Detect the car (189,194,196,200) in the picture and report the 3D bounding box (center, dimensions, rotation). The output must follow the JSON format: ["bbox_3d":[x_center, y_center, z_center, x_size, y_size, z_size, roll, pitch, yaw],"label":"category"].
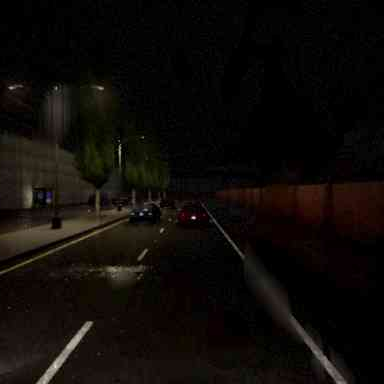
[{"bbox_3d":[0.009,1.382,89.331,1.837,1.490,4.892,0,0,0],"label":"car"}]

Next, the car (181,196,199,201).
[{"bbox_3d":[0.104,1.525,39.820,2.033,1.411,5.357,0,0,0],"label":"car"}]

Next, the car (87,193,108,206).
[{"bbox_3d":[-15.050,1.190,53.570,2.150,2.045,5.566,0,0,1],"label":"car"}]

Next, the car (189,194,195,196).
[{"bbox_3d":[0.008,1.507,79.509,1.994,1.385,4.181,0,0,0],"label":"car"}]

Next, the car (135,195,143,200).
[{"bbox_3d":[-11.493,1.460,70.007,1.837,1.490,4.892,0,0,0],"label":"car"}]

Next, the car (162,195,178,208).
[{"bbox_3d":[-3.395,1.451,46.921,1.882,1.535,5.008,0,0,0],"label":"car"}]

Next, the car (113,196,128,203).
[{"bbox_3d":[-14.993,1.500,69.691,2.033,1.411,5.357,0,0,0],"label":"car"}]

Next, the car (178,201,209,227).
[{"bbox_3d":[0.102,1.551,22.462,1.994,1.385,4.181,0,0,0],"label":"car"}]

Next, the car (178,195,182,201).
[{"bbox_3d":[-3.492,1.454,80.619,1.837,1.490,4.892,0,0,0],"label":"car"}]

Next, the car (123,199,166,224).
[{"bbox_3d":[-3.398,1.533,24.890,2.033,1.411,5.357,0,0,0],"label":"car"}]

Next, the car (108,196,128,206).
[{"bbox_3d":[-11.556,1.461,53.909,2.128,1.511,4.902,0,0,0],"label":"car"}]
